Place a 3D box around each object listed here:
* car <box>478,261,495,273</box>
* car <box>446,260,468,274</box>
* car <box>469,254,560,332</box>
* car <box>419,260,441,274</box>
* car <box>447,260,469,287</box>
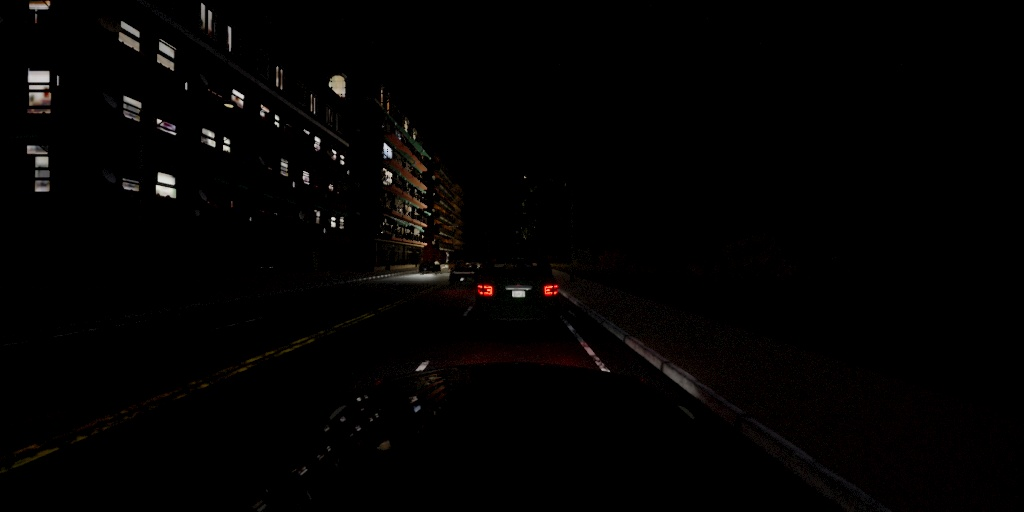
[{"bbox_3d":[-3.088,1.307,44.962,1.812,1.442,4.674,0,0,0],"label":"car"},{"bbox_3d":[-6.536,1.257,43.224,1.882,1.535,5.008,0,0,0],"label":"car"},{"bbox_3d":[0.119,0.979,11.029,2.150,2.045,5.566,0,0,-1],"label":"car"},{"bbox_3d":[-9.787,1.271,42.968,2.128,1.511,4.902,0,0,0],"label":"car"},{"bbox_3d":[-3.113,1.259,24.899,2.128,1.511,4.902,0,0,0],"label":"car"}]
